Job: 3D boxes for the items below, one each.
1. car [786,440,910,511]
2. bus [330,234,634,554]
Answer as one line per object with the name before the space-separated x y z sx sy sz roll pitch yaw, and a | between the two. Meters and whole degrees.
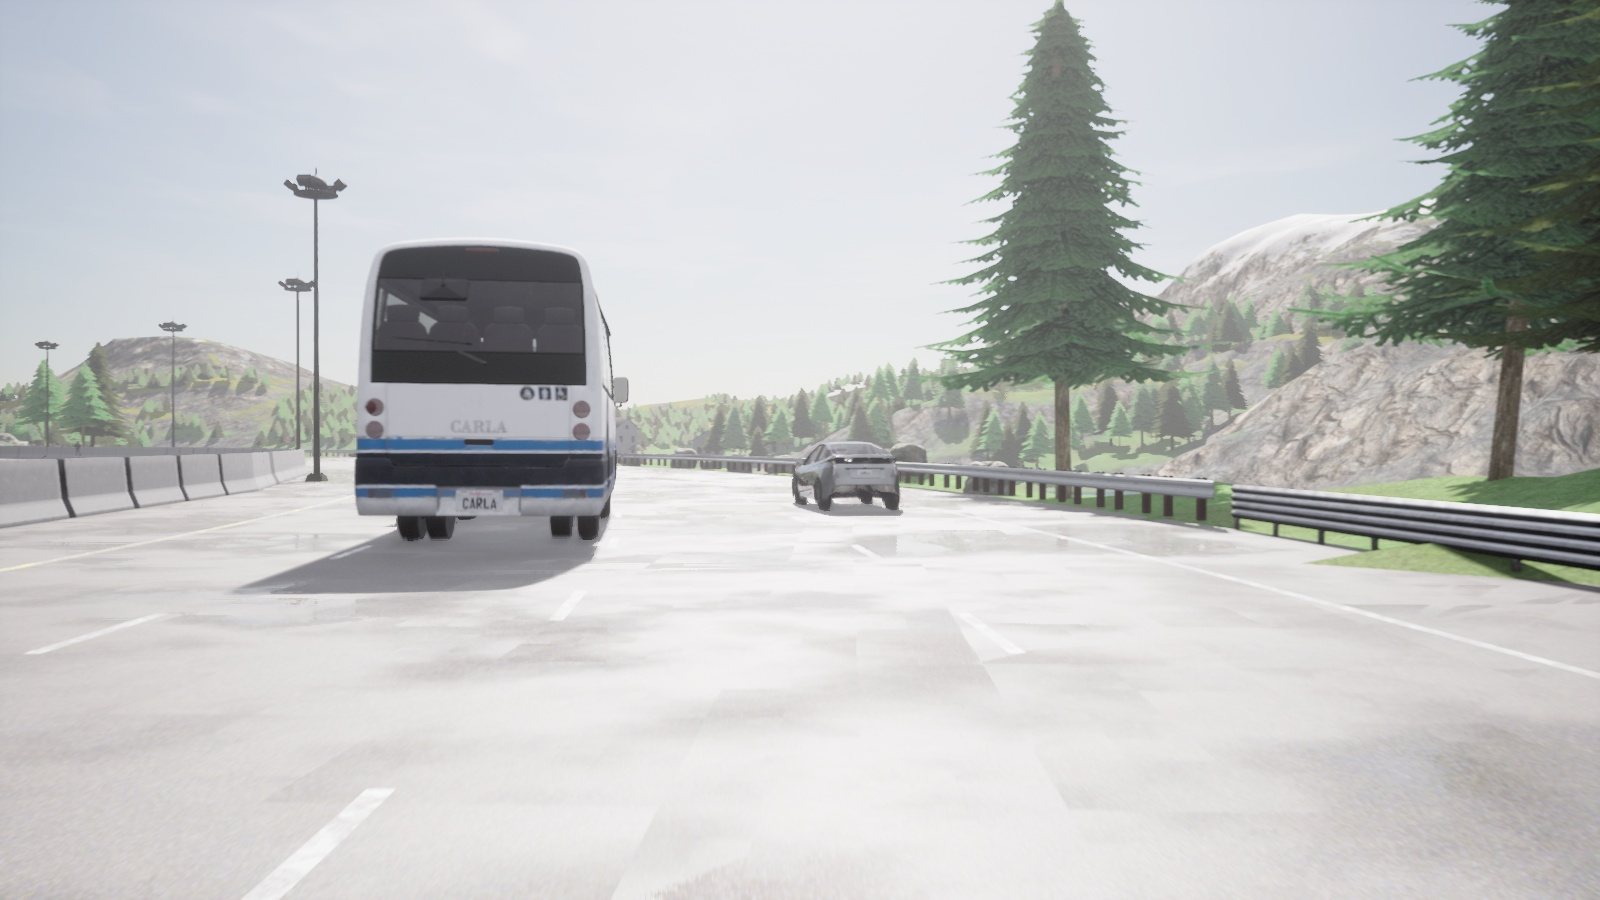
car | 1.018 0.529 29.221 2.007 1.525 4.514 0 0 -10
bus | -4.942 -0.757 22.079 3.944 4.253 10.273 0 0 -7
